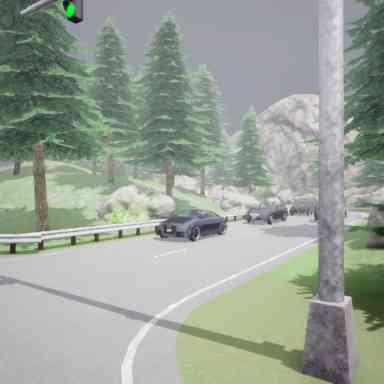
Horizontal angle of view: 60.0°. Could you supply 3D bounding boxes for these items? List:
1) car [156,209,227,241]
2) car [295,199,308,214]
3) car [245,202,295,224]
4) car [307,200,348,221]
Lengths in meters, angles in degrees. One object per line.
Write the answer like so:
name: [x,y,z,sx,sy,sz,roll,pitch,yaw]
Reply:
car: [0.085,1.579,16.886,1.994,1.385,4.181,0,0,34]
car: [11.271,1.520,33.659,1.837,1.490,4.892,0,0,27]
car: [5.709,1.507,25.088,2.128,1.511,4.902,0,0,35]
car: [11.218,1.562,26.758,2.128,1.511,4.902,0,-1,34]
